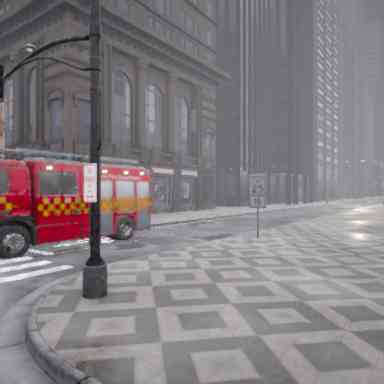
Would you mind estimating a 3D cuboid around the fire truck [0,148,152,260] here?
[{"bbox_3d":[-5.536,0.347,13.964,2.891,3.827,8.468,0,0,36],"label":"fire truck"}]
